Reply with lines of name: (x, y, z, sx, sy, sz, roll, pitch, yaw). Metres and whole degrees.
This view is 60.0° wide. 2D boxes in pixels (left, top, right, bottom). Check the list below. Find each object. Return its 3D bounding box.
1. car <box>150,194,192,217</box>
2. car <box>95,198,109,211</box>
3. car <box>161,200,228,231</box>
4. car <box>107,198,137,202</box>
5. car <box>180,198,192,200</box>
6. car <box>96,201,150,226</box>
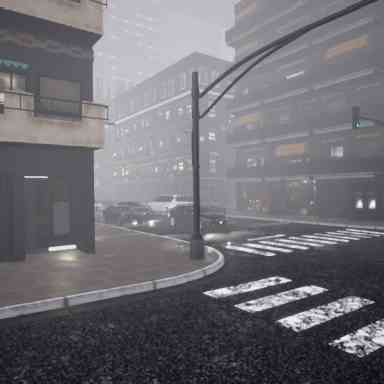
car: (-1.977, 1.217, 29.304, 2.150, 2.045, 5.566, -1, 1, -36)
car: (-11.356, 1.568, 37.237, 1.812, 1.442, 4.674, -1, 1, -36)
car: (0.258, 1.534, 21.201, 1.837, 1.490, 4.892, -1, 1, -36)
car: (-5.309, 1.540, 28.879, 1.837, 1.490, 4.892, -1, 1, -36)
car: (1.189, 1.512, 29.144, 2.008, 1.369, 4.403, -1, 1, -36)
car: (-5.191, 1.632, 24.519, 1.947, 1.339, 4.313, -1, 1, -36)
